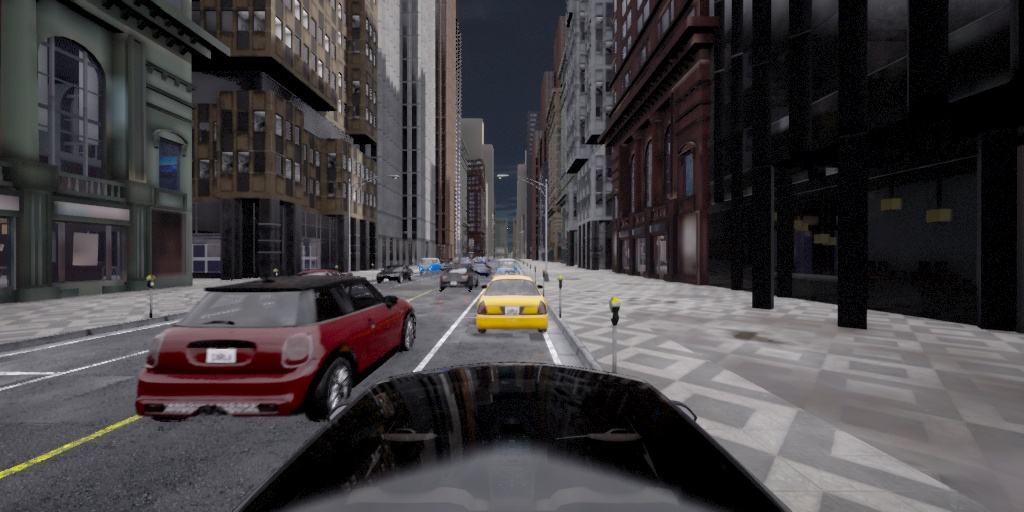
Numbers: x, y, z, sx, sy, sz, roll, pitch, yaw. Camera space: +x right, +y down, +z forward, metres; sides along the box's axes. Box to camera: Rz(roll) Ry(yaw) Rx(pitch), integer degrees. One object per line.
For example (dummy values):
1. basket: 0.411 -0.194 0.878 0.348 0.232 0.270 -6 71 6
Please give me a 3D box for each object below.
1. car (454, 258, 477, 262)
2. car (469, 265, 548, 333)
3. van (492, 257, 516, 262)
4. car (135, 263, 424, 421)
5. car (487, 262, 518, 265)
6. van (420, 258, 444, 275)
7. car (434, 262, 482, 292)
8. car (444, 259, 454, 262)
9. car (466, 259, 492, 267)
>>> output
1. car: -6.165 1.315 47.780 2.033 1.411 5.357 0 0 0
2. car: 0.005 1.208 10.690 1.801 1.575 5.366 0 0 0
3. van: -0.383 1.098 27.584 1.690 1.789 3.998 0 0 0
4. car: -3.146 1.101 6.002 2.097 1.767 4.553 0 0 0
5. car: -0.383 1.280 22.119 1.751 1.417 4.829 0 0 0
6. van: -8.908 1.104 38.846 1.690 1.789 3.998 0 0 0
7. car: -3.096 1.280 21.474 1.812 1.442 4.674 0 0 0
8. car: -8.908 1.332 44.482 1.948 1.339 4.313 0 0 0
9. car: -3.098 1.326 35.804 1.994 1.385 4.181 0 0 1
